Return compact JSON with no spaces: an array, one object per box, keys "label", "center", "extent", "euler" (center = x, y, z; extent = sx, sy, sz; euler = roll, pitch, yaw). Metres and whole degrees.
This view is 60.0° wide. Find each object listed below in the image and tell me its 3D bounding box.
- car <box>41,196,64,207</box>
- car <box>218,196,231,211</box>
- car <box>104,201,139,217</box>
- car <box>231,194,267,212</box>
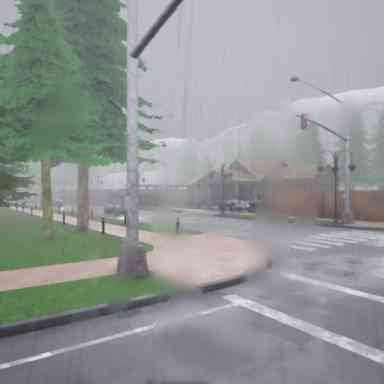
[{"label":"car","center":[-20.812,1.331,49.548],"extent":[2.097,1.767,4.553],"euler":[0,0,-42]},{"label":"car","center":[4.865,1.150,36.844],"extent":[3.866,1.878,1.905],"euler":[0,0,-37]},{"label":"car","center":[-6.700,1.544,31.362],"extent":[1.994,1.385,4.181],"euler":[0,0,-37]},{"label":"car","center":[6.683,1.148,35.064],"extent":[4.605,1.855,1.932],"euler":[0,0,-37]}]
